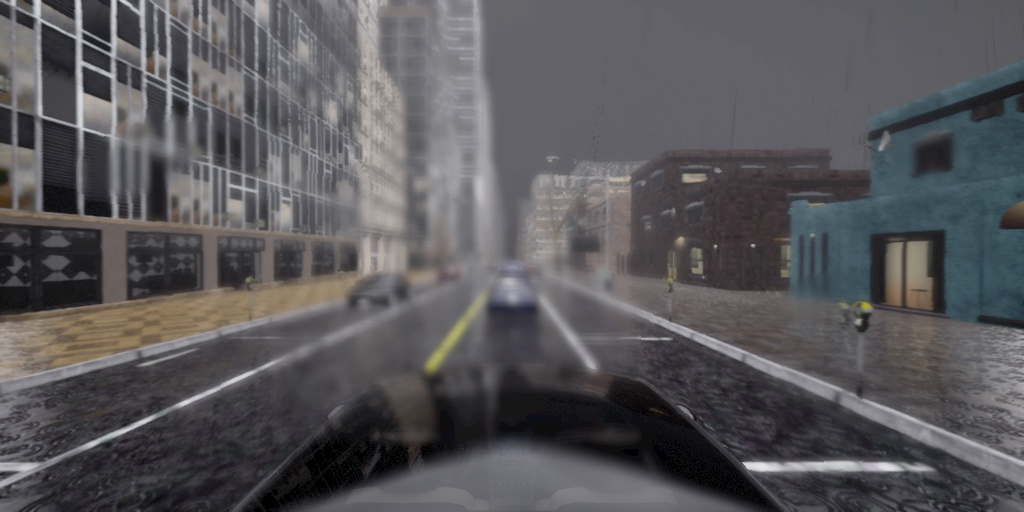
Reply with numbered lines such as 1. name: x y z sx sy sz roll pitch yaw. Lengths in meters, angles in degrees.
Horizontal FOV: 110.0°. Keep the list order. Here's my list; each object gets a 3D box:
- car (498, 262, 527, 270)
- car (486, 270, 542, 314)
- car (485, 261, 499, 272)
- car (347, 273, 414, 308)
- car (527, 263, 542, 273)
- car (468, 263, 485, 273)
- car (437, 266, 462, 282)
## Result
1. car: 0.068 1.506 30.432 1.882 1.535 5.008 0 0 0
2. car: 0.053 1.437 14.362 1.994 1.385 4.181 0 0 1
3. car: -3.028 1.664 59.449 2.097 1.767 4.553 0 -1 1
4. car: -5.684 1.455 16.020 1.948 1.339 4.313 0 0 0
5. car: 2.743 1.744 44.176 1.802 1.307 4.207 0 0 0
6. car: -5.769 1.824 55.525 2.007 1.370 4.403 0 0 0
7. car: -5.676 1.598 32.951 1.888 1.381 4.507 0 0 0
